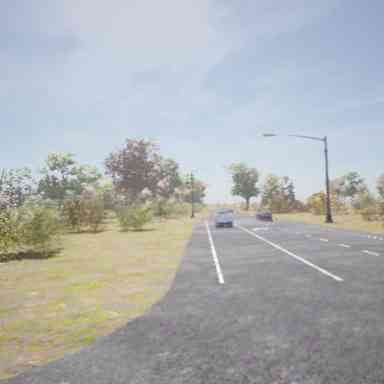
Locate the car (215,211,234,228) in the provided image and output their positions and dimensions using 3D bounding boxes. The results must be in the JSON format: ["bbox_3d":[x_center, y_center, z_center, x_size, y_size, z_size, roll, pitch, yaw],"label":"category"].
[{"bbox_3d":[3.522,3.176,36.731,2.033,1.411,5.357,-2,-3,3],"label":"car"}]

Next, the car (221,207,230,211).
[{"bbox_3d":[8.802,5.553,93.092,2.033,1.411,5.357,-2,-3,3],"label":"car"}]

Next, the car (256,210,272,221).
[{"bbox_3d":[10.963,3.555,50.848,2.128,1.511,4.902,-2,-3,2],"label":"car"}]
